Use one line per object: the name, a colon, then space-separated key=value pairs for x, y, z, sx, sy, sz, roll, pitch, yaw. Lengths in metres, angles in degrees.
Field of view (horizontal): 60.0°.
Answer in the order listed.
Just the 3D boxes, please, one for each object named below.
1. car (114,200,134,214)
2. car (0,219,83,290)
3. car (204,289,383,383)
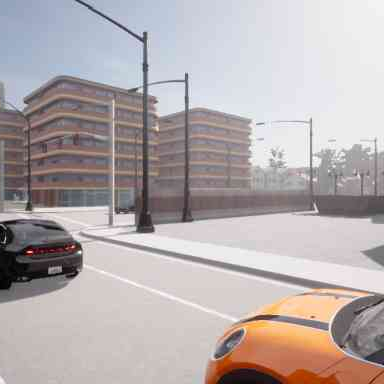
car: x=-5.997 y=1.547 z=35.292 sx=5.357 sy=1.411 sz=2.033 roll=0 pitch=0 yaw=-44
car: x=-4.726 y=1.505 z=9.238 sx=1.837 sy=1.490 sz=4.892 roll=0 pitch=0 yaw=-43
car: x=2.264 y=1.352 z=2.345 sx=4.553 sy=1.767 sz=2.097 roll=0 pitch=0 yaw=40
